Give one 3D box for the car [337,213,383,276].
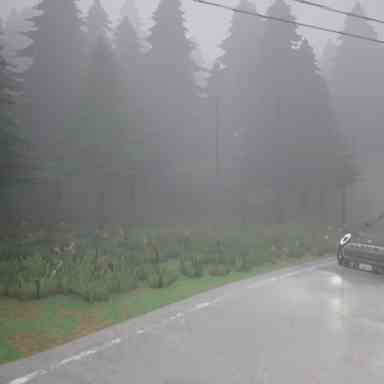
[{"bbox_3d":[6.307,1.315,9.641,4.553,1.767,2.097,0,0,-32],"label":"car"}]
